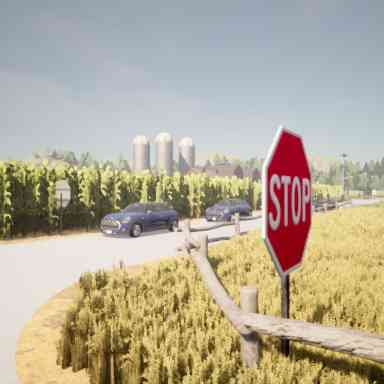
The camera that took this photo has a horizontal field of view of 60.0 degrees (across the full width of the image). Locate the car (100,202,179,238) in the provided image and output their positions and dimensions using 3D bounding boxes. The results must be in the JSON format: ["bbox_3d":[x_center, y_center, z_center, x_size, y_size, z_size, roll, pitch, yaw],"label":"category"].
[{"bbox_3d":[-2.737,1.352,18.003,2.097,1.767,4.553,0,0,35],"label":"car"}]

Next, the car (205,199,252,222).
[{"bbox_3d":[2.904,1.352,25.937,2.097,1.767,4.553,0,0,36],"label":"car"}]

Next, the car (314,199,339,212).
[{"bbox_3d":[15.239,1.491,37.638,2.128,1.511,4.902,0,0,35],"label":"car"}]
